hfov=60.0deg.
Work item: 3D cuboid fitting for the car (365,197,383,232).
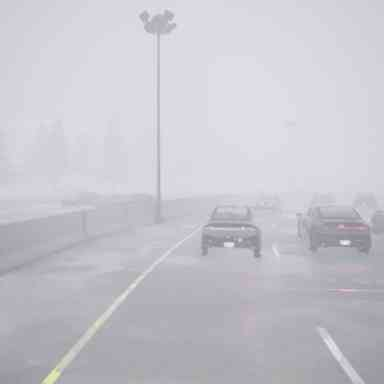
[{"bbox_3d":[9.017,1.190,13.839,1.837,1.490,4.892,0,1,13],"label":"car"}]

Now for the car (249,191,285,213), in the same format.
[{"bbox_3d":[6.446,0.908,27.735,2.033,1.411,5.357,1,1,25],"label":"car"}]

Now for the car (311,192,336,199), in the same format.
[{"bbox_3d":[12.726,0.756,32.122,2.128,1.511,4.902,1,1,29],"label":"car"}]

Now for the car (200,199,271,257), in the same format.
[{"bbox_3d":[1.460,1.216,11.814,2.128,1.511,4.902,0,1,10],"label":"car"}]

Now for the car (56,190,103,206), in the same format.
[{"bbox_3d":[-12.428,0.615,37.012,2.128,1.511,4.902,1,1,25],"label":"car"}]

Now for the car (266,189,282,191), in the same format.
[{"bbox_3d":[16.743,0.106,63.755,4.181,1.385,1.994,-1,2,-42],"label":"car"}]

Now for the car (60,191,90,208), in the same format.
[{"bbox_3d":[-10.606,0.706,32.557,1.882,1.535,5.008,1,1,23],"label":"car"}]

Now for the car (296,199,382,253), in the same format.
[{"bbox_3d":[5.114,1.219,12.435,1.837,1.490,4.892,0,1,11],"label":"car"}]

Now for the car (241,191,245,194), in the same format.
[{"bbox_3d":[12.253,-0.036,69.121,4.718,1.301,1.895,-1,2,-42],"label":"car"}]

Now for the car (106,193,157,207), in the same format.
[{"bbox_3d":[-4.794,0.810,28.372,1.882,1.535,5.008,0,1,23],"label":"car"}]

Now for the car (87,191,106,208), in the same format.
[{"bbox_3d":[-7.370,0.828,31.191,1.994,1.385,4.181,1,1,23],"label":"car"}]

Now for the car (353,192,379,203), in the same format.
[{"bbox_3d":[16.552,0.784,31.708,1.837,1.490,4.892,0,1,31],"label":"car"}]

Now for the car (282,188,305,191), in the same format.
[{"bbox_3d":[19.286,0.132,61.349,4.892,1.490,1.837,-1,2,-42],"label":"car"}]

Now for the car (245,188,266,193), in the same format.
[{"bbox_3d":[13.116,0.014,65.187,4.674,1.442,1.812,-1,2,-42],"label":"car"}]
